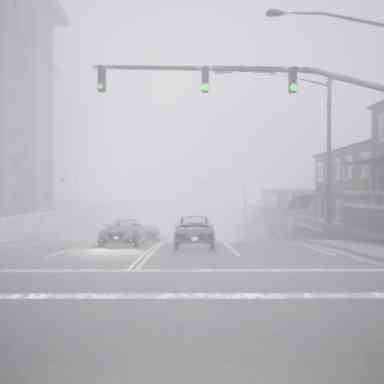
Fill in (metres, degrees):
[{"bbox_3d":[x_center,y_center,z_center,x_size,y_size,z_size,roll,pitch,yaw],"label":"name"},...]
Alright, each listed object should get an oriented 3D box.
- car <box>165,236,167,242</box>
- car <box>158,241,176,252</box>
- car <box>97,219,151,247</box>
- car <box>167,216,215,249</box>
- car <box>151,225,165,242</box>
[{"bbox_3d":[-3.519,5.549,36.816,1.837,1.490,4.892,0,-12,0],"label":"car"},{"bbox_3d":[-3.459,7.700,47.015,2.033,1.411,5.357,0,-10,0],"label":"car"},{"bbox_3d":[-3.580,2.122,17.683,1.994,1.385,4.181,0,-4,0],"label":"car"},{"bbox_3d":[0.110,1.947,16.471,2.128,1.511,4.902,0,-4,0],"label":"car"},{"bbox_3d":[-3.569,3.375,26.820,1.882,1.535,5.008,0,-11,0],"label":"car"}]
